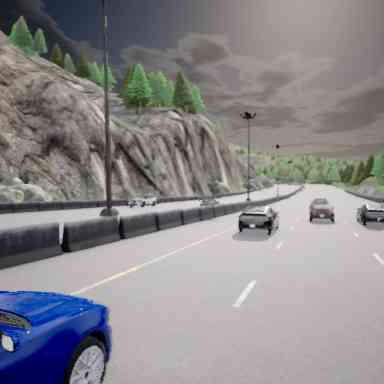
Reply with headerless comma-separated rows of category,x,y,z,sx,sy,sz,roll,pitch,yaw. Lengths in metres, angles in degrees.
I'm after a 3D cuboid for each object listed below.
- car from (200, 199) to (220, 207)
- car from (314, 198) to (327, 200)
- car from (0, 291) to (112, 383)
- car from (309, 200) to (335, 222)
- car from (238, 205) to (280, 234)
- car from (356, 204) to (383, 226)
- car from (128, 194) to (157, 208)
car,2.571,1.681,45.894,1.994,1.385,4.181,0,0,21
car,14.277,1.489,36.966,2.097,1.767,4.553,0,0,21
car,-2.508,1.464,2.262,1.882,1.535,5.008,0,0,21
car,10.615,1.627,27.244,1.812,1.442,4.674,0,0,20
car,4.009,1.543,19.600,2.128,1.511,4.902,0,0,21
car,13.252,1.604,24.290,2.128,1.511,4.902,0,0,21
car,-7.267,1.302,49.557,2.150,2.045,5.566,0,0,21
